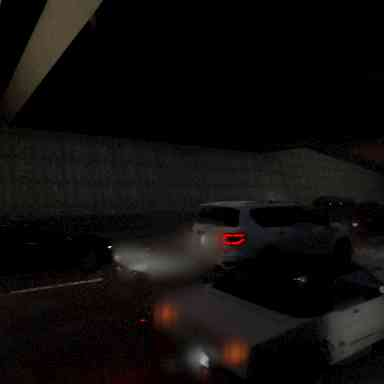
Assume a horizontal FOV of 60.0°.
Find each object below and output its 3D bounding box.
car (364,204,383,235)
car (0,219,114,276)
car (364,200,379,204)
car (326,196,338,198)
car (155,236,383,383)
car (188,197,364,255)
[{"bbox_3d":[11.183,1.708,20.325,4.674,1.442,1.812,1,0,-36],"label":"car"},{"bbox_3d":[-4.577,1.516,9.079,4.892,1.490,1.837,1,0,-35],"label":"car"},{"bbox_3d":[25.257,1.947,47.728,4.674,1.442,1.812,1,0,-35],"label":"car"},{"bbox_3d":[22.789,1.768,50.273,4.553,1.767,2.097,1,0,-35],"label":"car"},{"bbox_3d":[1.920,1.639,5.114,4.718,1.301,1.895,1,0,-35],"label":"car"},{"bbox_3d":[2.500,1.288,9.823,5.566,2.045,2.150,1,0,-35],"label":"car"}]
